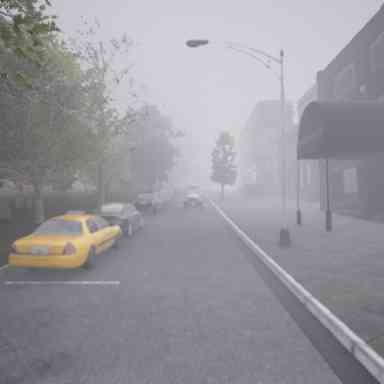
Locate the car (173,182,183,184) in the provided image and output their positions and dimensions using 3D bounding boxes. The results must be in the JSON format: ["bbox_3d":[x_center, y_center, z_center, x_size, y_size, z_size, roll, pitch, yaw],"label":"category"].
[{"bbox_3d":[-3.656,-0.967,77.700,2.097,1.535,5.008,0,2,2],"label":"car"}]

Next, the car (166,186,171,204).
[{"bbox_3d":[-3.656,0.569,33.132,2.185,1.767,4.553,0,2,2],"label":"car"}]

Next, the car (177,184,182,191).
[{"bbox_3d":[-3.654,-0.306,61.035,2.163,1.488,4.792,0,2,2],"label":"car"}]

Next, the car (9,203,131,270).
[{"bbox_3d":[-3.631,1.363,10.698,1.946,1.575,5.366,1,1,2],"label":"car"}]

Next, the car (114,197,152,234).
[{"bbox_3d":[-3.634,1.257,16.437,2.231,1.521,4.892,1,2,2],"label":"car"}]

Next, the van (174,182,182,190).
[{"bbox_3d":[-3.652,-1.620,88.946,1.878,1.987,4.442,0,2,2],"label":"van"}]

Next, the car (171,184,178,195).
[{"bbox_3d":[-3.647,0.071,50.055,1.946,1.575,5.366,0,2,2],"label":"car"}]

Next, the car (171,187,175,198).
[{"bbox_3d":[-3.654,0.492,38.729,2.231,1.521,4.892,0,2,2],"label":"car"}]

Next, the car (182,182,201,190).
[{"bbox_3d":[0.099,-0.027,45.845,2.150,2.045,5.566,0,2,0],"label":"car"}]

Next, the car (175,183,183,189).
[{"bbox_3d":[-3.649,-1.609,94.589,1.946,1.575,5.366,0,2,2],"label":"car"}]

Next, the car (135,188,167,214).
[{"bbox_3d":[-3.655,0.770,27.564,2.185,1.767,4.553,0,2,2],"label":"car"}]

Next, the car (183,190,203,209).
[{"bbox_3d":[0.099,0.805,31.382,1.812,1.442,4.674,0,1,0],"label":"car"}]
